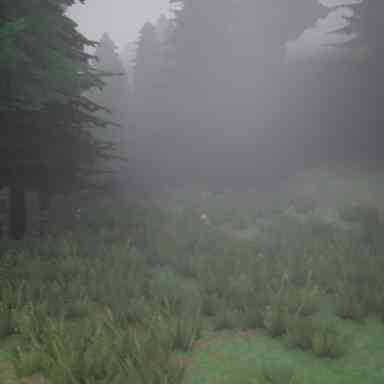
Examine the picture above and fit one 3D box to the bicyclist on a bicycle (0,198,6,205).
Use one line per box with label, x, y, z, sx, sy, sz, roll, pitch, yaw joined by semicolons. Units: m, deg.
bicyclist on a bicycle;-13.336;0.919;22.916;1.656;1.620;0.582;-11;6;-9
